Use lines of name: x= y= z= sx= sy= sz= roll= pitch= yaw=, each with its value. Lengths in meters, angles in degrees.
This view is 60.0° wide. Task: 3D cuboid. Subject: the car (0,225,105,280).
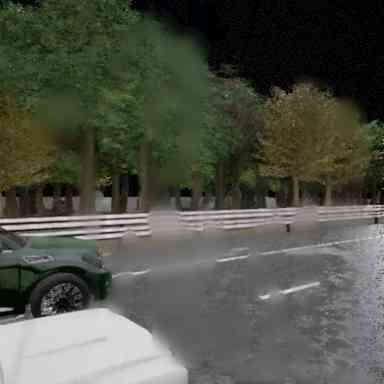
car: x=-4.095 y=1.220 z=5.143 sx=5.566 sy=2.045 sz=2.150 roll=0 pitch=0 yaw=-36

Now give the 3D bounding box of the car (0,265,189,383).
car: x=-2.284 y=1.599 z=2.118 sx=4.718 sy=1.301 sz=1.895 roll=0 pitch=0 yaw=-36
